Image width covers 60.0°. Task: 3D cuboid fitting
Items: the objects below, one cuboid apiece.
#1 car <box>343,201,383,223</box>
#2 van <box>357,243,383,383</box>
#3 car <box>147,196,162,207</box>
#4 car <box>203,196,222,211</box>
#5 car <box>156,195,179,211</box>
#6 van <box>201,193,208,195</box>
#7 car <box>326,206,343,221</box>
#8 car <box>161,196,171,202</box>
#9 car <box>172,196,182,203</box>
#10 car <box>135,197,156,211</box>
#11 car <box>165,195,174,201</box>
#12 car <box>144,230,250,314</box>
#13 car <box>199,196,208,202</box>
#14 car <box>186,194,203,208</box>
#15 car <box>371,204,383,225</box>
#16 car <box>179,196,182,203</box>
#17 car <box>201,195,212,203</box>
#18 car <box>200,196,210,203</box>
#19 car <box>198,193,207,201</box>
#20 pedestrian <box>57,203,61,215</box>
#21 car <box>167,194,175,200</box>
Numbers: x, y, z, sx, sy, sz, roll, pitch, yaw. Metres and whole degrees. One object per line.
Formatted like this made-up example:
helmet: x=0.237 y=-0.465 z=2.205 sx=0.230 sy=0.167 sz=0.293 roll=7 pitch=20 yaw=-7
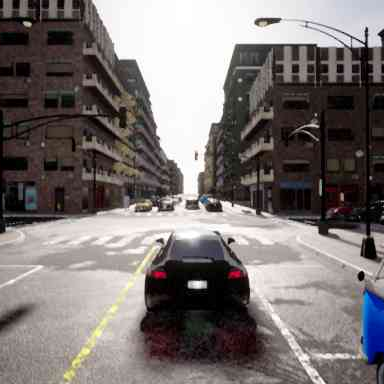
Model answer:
car: x=14.627 y=1.462 z=25.660 sx=4.553 sy=1.767 sz=2.097 roll=0 pitch=-1 yaw=1
van: x=2.671 y=1.340 z=2.116 sx=1.690 sy=1.788 sz=3.998 roll=1 pitch=0 yaw=0
car: x=-5.741 y=1.423 z=51.337 sx=1.967 sy=1.590 sz=4.097 roll=1 pitch=0 yaw=0
car: x=2.652 y=1.552 z=40.062 sx=1.947 sy=1.339 sz=4.313 roll=1 pitch=0 yaw=0
car: x=-3.145 y=1.477 z=41.091 sx=2.128 sy=1.511 sz=4.902 roll=0 pitch=0 yaw=0
van: x=2.634 y=1.322 z=56.990 sx=1.690 sy=1.788 sz=3.998 roll=1 pitch=0 yaw=0
car: x=13.606 y=1.588 z=28.261 sx=4.097 sy=1.590 sz=1.967 roll=0 pitch=-1 yaw=1
car: x=-5.771 y=1.523 z=73.907 sx=1.887 sy=1.381 sz=4.507 roll=1 pitch=0 yaw=0
car: x=-3.091 y=1.569 z=71.070 sx=1.895 sy=1.301 sz=4.718 roll=0 pitch=0 yaw=0
car: x=-5.727 y=1.511 z=39.881 sx=1.752 sy=1.417 sz=4.829 roll=1 pitch=0 yaw=0
car: x=-5.785 y=1.528 z=85.192 sx=2.008 sy=1.369 sz=4.403 roll=1 pitch=0 yaw=0
car: x=0.091 y=1.561 z=7.719 sx=1.994 sy=1.385 sz=4.181 roll=0 pitch=0 yaw=0
car: x=2.608 y=1.560 z=73.918 sx=1.802 sy=1.307 sz=4.206 roll=1 pitch=0 yaw=0
car: x=0.039 y=1.475 z=47.713 sx=2.128 sy=1.511 sz=4.902 roll=0 pitch=0 yaw=0
car: x=13.513 y=1.569 z=19.880 sx=4.313 sy=1.339 sz=1.947 roll=0 pitch=-1 yaw=1
car: x=-3.143 y=1.507 z=55.556 sx=1.812 sy=1.442 sz=4.674 roll=0 pitch=0 yaw=0
car: x=2.645 y=1.535 z=45.705 sx=2.008 sy=1.369 sz=4.403 roll=1 pitch=0 yaw=0
car: x=2.616 y=1.504 z=68.445 sx=1.752 sy=1.417 sz=4.829 roll=1 pitch=0 yaw=0
car: x=2.599 y=1.292 z=85.203 sx=2.192 sy=1.841 sz=5.009 roll=1 pitch=0 yaw=0
pedestrian: x=-12.579 y=1.575 z=31.478 sx=0.500 sy=1.100 sz=0.500 roll=0 pitch=-1 yaw=1
car: x=-5.791 y=1.417 z=90.835 sx=1.967 sy=1.590 sz=4.097 roll=1 pitch=0 yaw=0
